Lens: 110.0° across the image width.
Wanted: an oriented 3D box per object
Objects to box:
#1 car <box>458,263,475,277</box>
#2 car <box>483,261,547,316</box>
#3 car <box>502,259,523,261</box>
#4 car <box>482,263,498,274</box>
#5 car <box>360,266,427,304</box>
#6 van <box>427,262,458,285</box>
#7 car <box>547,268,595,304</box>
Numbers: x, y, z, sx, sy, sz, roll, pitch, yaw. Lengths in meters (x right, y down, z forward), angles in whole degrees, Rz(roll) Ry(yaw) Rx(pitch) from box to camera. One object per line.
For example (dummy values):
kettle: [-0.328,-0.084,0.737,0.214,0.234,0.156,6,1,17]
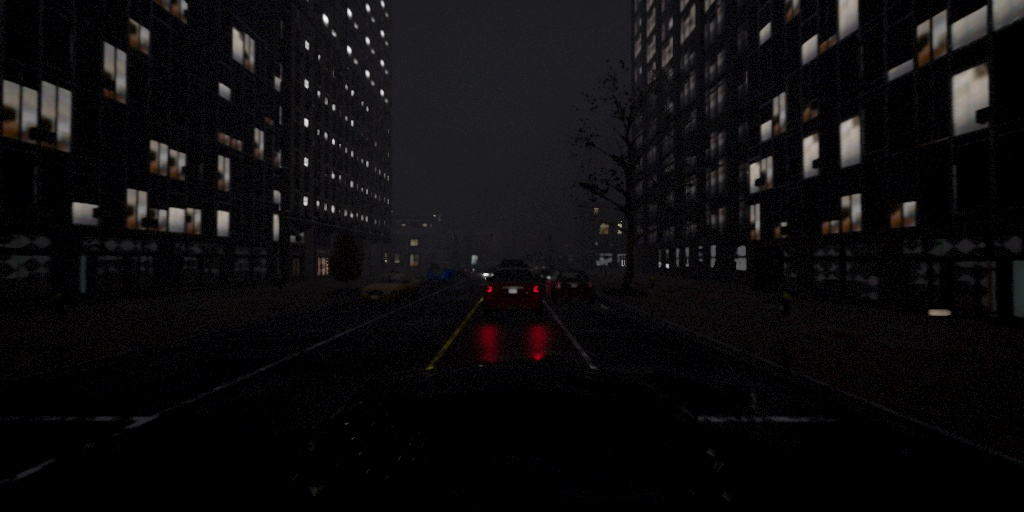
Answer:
car: [-5.675,1.541,40.178,1.967,1.591,4.097,0,0,0]
car: [0.050,1.216,14.154,2.097,1.767,4.553,0,-1,0]
car: [0.048,1.215,28.172,2.150,2.045,5.566,0,0,1]
car: [-3.028,1.764,51.045,1.994,1.385,4.181,0,-1,0]
car: [-5.684,1.420,17.240,1.751,1.417,4.829,0,0,0]
van: [-5.680,1.339,28.794,1.690,1.789,3.998,0,0,0]
car: [2.696,1.334,17.391,1.967,1.591,4.097,0,0,0]
